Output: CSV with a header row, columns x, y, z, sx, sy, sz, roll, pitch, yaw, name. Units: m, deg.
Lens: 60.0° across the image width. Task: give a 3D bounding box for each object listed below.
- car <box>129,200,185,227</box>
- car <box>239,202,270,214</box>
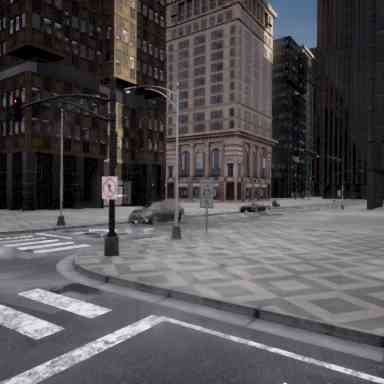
x,y,z,sx,sy,sz,roll,pitch,yaw,name
-2.474,1.457,24.281,2.097,1.767,4.553,1,0,35,car
7.177,1.803,37.940,1.895,1.301,4.718,1,0,35,car
